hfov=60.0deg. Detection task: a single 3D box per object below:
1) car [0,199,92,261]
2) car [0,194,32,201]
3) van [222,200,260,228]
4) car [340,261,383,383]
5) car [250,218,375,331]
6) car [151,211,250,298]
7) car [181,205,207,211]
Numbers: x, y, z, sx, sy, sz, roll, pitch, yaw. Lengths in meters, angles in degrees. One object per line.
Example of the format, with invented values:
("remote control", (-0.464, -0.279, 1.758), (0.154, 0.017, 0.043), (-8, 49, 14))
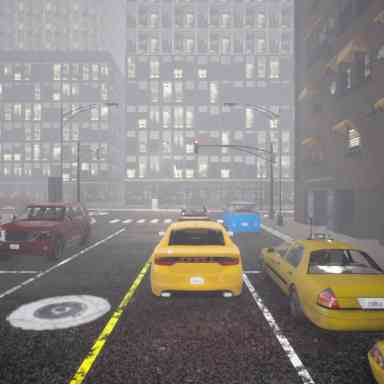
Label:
("car", (-5.297, 1.318, 12.457), (2.192, 1.841, 5.009), (0, 0, 0))
("car", (-20.833, 1.112, 38.090), (5.009, 1.841, 2.192), (1, -1, 0))
("van", (2.588, 1.346, 18.088), (1.690, 1.788, 3.998), (0, 0, 0))
("car", (2.570, 1.526, 1.337), (1.752, 1.417, 4.829), (0, 0, 0))
("car", (2.576, 1.527, 6.977), (1.752, 1.417, 4.829), (0, 0, 0))
("car", (0.108, 1.479, 8.588), (1.882, 1.535, 5.008), (0, 0, 0))
("car", (0.125, 1.497, 19.059), (2.128, 1.511, 4.902), (0, 0, 0))
